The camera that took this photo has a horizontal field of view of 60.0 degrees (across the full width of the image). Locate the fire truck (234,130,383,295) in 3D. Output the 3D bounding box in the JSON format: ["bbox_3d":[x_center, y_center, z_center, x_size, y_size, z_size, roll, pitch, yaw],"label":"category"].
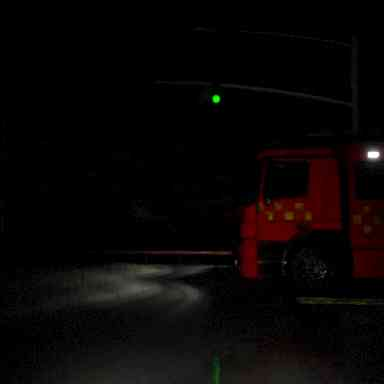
[{"bbox_3d":[5.413,0.439,8.690,8.468,3.827,2.891,0,-1,3],"label":"fire truck"}]
